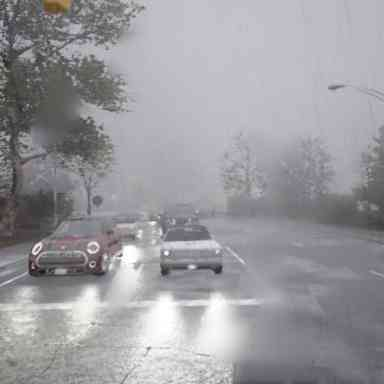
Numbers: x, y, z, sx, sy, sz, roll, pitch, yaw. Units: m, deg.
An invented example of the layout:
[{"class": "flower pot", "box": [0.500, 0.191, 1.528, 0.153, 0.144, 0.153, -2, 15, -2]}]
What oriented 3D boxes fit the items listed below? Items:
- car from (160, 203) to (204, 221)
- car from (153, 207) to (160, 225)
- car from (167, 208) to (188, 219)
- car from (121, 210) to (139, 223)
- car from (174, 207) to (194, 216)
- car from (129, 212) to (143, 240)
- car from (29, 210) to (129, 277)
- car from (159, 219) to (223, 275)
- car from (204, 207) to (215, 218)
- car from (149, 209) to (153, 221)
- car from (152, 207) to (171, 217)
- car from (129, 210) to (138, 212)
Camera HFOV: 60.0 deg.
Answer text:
[{"class": "car", "box": [-0.812, 1.748, 21.282, 2.150, 2.045, 5.566, -1, -2, -5]}, {"class": "car", "box": [-2.183, 2.379, 31.200, 2.128, 1.511, 4.902, -1, -2, -10]}, {"class": "car", "box": [-2.033, 2.978, 46.606, 1.994, 1.385, 4.181, -1, -2, -16]}, {"class": "car", "box": [-7.520, 2.894, 39.821, 1.895, 1.301, 4.718, -1, -2, -14]}, {"class": "car", "box": [-1.426, 3.276, 55.896, 1.994, 1.385, 4.181, -1, -2, -20]}, {"class": "car", "box": [-4.229, 2.154, 20.327, 1.895, 1.301, 4.718, -1, -2, -6]}, {"class": "car", "box": [-3.671, 1.648, 11.360, 2.097, 1.767, 4.553, -1, -1, -2]}, {"class": "car", "box": [-0.115, 1.846, 11.525, 1.895, 1.301, 4.718, -1, -1, -3]}, {"class": "car", "box": [1.699, 2.832, 46.283, 1.837, 1.490, 4.892, -1, -2, -16]}, {"class": "car", "box": [-4.294, 2.786, 41.364, 1.837, 1.490, 4.892, -1, -2, -14]}, {"class": "car", "box": [-5.209, 3.278, 56.062, 1.882, 1.535, 5.008, -1, -2, -20]}, {"class": "car", "box": [-5.479, 2.401, 29.717, 1.837, 1.490, 4.892, -1, -2, -9]}]
